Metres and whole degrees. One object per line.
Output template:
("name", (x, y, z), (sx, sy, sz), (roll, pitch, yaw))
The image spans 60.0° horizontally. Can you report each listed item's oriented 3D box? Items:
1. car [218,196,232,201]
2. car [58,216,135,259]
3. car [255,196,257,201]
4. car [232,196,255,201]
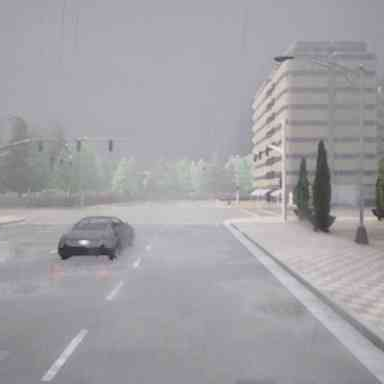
("car", (9.300, 1.737, 87.078), (5.357, 1.411, 2.033), (0, 0, -41))
("car", (-3.459, 1.594, 12.724), (1.994, 1.385, 4.181), (0, 0, 0))
("car", (18.347, 1.735, 92.850), (4.902, 1.511, 2.128), (0, 0, -22))
("car", (13.234, 1.718, 85.779), (4.674, 1.442, 1.812), (0, 0, -37))
